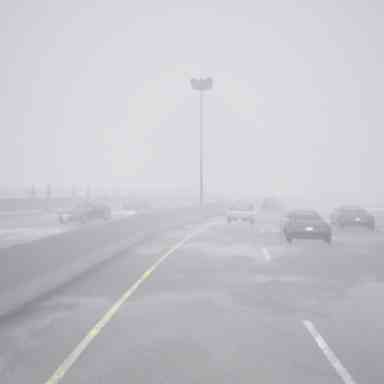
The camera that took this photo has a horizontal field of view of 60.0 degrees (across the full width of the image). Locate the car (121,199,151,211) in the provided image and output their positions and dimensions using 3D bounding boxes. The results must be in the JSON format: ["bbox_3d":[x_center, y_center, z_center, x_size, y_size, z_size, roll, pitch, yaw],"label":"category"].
[{"bbox_3d":[-6.390,1.471,38.480,1.994,1.385,4.181,0,0,22],"label":"car"}]

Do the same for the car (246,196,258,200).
[{"bbox_3d":[12.226,1.535,63.901,2.033,1.411,5.357,0,0,39],"label":"car"}]

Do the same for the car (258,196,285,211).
[{"bbox_3d":[9.848,1.310,40.109,2.097,1.767,4.553,0,0,26],"label":"car"}]

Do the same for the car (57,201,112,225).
[{"bbox_3d":[-7.479,1.423,23.539,2.128,1.511,4.902,0,0,14],"label":"car"}]

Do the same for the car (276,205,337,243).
[{"bbox_3d":[5.424,1.551,16.271,1.994,1.385,4.181,0,0,11],"label":"car"}]

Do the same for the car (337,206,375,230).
[{"bbox_3d":[10.192,1.558,21.329,1.994,1.385,4.181,0,0,15],"label":"car"}]

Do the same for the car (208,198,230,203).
[{"bbox_3d":[3.713,1.477,44.035,2.033,1.411,5.357,0,0,27],"label":"car"}]

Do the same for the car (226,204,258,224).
[{"bbox_3d":[3.799,1.567,24.587,1.895,1.301,4.718,0,0,16],"label":"car"}]
